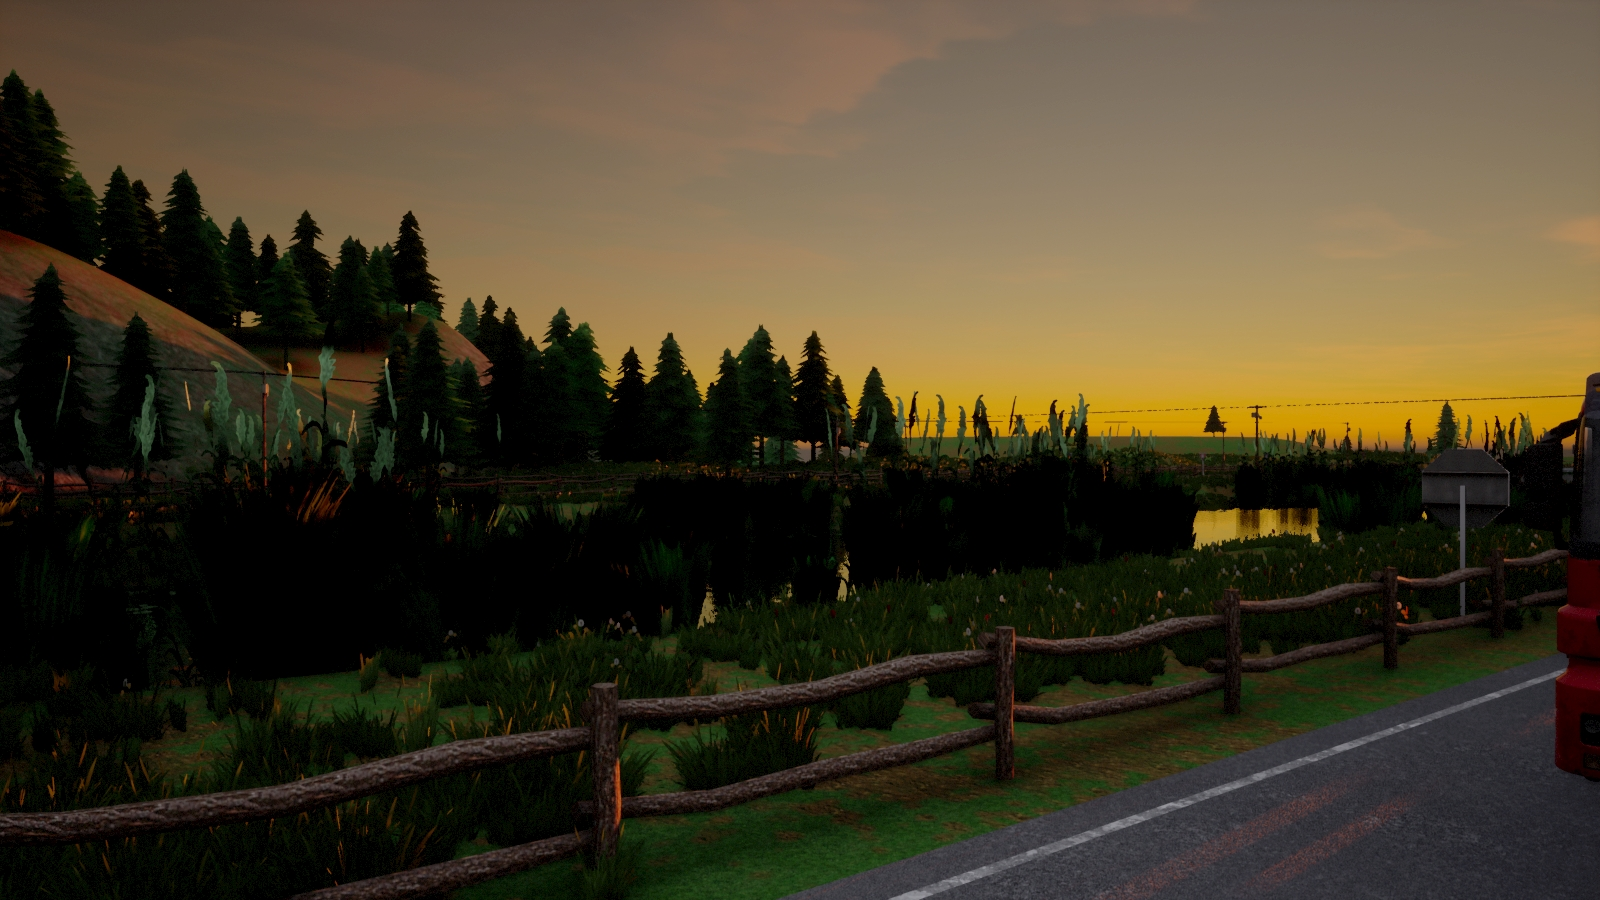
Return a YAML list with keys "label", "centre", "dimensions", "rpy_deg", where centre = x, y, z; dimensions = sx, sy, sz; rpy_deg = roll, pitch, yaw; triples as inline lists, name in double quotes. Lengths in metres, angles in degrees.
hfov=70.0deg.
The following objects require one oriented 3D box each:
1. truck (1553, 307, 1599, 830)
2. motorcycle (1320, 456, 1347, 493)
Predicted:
- label: "truck"
  centre: [9.433, 0.862, 10.924]
  dimensions: [2.891, 3.827, 8.468]
  rpy_deg: [0, 0, 39]
- label: "motorcycle"
  centre: [34.800, 1.577, 74.502]
  dimensions: [2.033, 2.348, 0.803]
  rpy_deg: [0, 0, -39]
